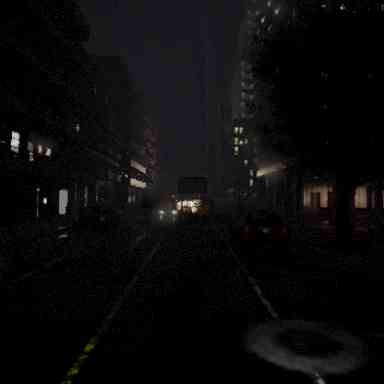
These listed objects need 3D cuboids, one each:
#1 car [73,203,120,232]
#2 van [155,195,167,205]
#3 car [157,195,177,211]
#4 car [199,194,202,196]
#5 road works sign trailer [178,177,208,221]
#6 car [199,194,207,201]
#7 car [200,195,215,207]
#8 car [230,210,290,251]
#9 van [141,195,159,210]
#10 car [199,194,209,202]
[{"bbox_3d":[-5.635,1.479,20.043,1.967,1.590,4.097,1,0,0],"label":"car"},{"bbox_3d":[-5.556,1.405,59.938,1.690,1.788,3.998,1,0,0],"label":"van"},{"bbox_3d":[-3.007,1.535,43.025,1.882,1.535,5.008,0,0,0],"label":"car"},{"bbox_3d":[2.831,1.607,65.503,1.887,1.381,4.507,1,0,0],"label":"car"},{"bbox_3d":[0.054,0.511,27.734,2.380,3.560,2.880,0,0,0],"label":"road works sign trailer"},{"bbox_3d":[2.820,1.614,59.805,2.008,1.369,4.403,1,0,0],"label":"car"},{"bbox_3d":[2.809,1.612,54.108,2.008,1.369,4.403,1,0,0],"label":"car"},{"bbox_3d":[2.733,1.469,14.218,1.967,1.590,4.097,1,0,0],"label":"car"},{"bbox_3d":[-5.589,1.399,42.840,1.690,1.788,3.998,1,0,0],"label":"van"},{"bbox_3d":[2.868,1.372,82.598,2.192,1.841,5.009,1,0,0],"label":"car"}]
